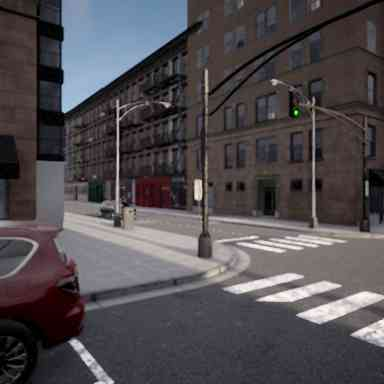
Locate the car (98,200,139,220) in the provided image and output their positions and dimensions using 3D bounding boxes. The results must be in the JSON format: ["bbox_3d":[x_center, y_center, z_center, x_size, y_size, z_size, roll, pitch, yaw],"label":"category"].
[{"bbox_3d":[-5.998,1.401,26.672,1.837,1.490,4.892,0,0,-36],"label":"car"}]

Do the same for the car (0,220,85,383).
[{"bbox_3d":[-3.719,1.315,3.535,5.009,1.841,2.192,0,0,-36],"label":"car"}]
